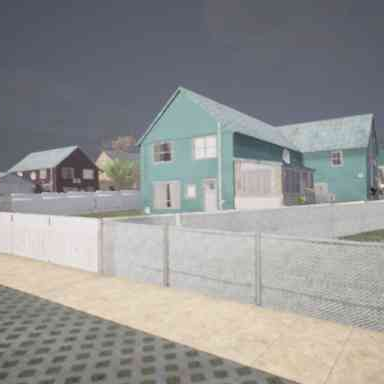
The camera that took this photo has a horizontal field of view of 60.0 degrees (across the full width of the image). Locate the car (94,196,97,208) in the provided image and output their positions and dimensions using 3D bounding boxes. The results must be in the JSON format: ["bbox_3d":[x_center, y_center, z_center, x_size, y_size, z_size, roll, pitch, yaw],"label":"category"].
[{"bbox_3d":[-9.525,0.869,36.011,1.882,1.535,5.008,-2,1,35],"label":"car"}]
